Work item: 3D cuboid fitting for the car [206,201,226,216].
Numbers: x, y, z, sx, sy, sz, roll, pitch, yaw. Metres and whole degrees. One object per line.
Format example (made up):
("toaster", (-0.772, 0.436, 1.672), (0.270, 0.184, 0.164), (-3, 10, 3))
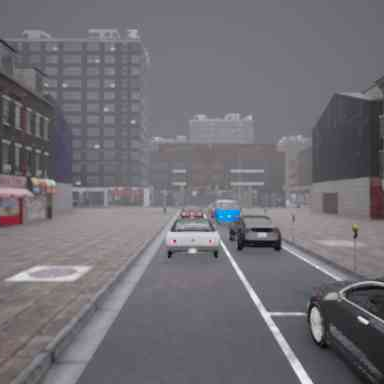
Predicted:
("car", (2.573, 1.758, 36.368), (1.752, 1.417, 4.829), (0, 0, 0))

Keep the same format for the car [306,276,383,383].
("car", (2.639, 1.572, 3.573), (2.008, 1.369, 4.403), (0, 0, 0))

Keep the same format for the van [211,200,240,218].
("van", (2.597, 1.498, 25.325), (1.690, 1.788, 3.998), (0, 0, 0))

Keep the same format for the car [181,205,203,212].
("car", (0.008, 1.777, 28.295), (1.895, 1.301, 4.718), (0, 0, 0))

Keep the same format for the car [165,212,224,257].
("car", (0.038, 1.680, 13.301), (1.895, 1.301, 4.718), (0, 0, 0))

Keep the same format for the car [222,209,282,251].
("car", (2.617, 1.652, 14.448), (1.947, 1.339, 4.313), (0, 0, 0))

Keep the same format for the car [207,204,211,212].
("car", (2.585, 1.634, 30.761), (1.967, 1.590, 4.097), (0, 0, 0))
